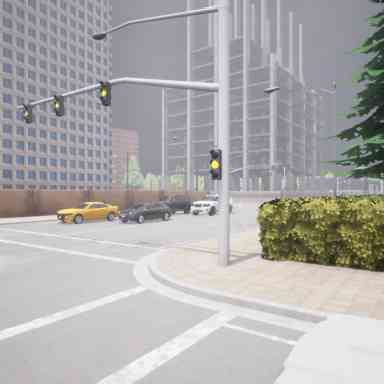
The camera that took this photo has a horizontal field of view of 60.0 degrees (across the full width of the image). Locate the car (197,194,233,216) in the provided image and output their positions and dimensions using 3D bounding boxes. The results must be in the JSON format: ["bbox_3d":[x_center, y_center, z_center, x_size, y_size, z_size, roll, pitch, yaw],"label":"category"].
[{"bbox_3d":[2.165,1.277,33.860,2.150,2.045,5.566,0,0,36],"label":"car"}]

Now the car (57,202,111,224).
[{"bbox_3d":[-7.950,1.533,25.723,1.882,1.535,5.008,0,0,35],"label":"car"}]

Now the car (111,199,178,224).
[{"bbox_3d":[-3.561,1.560,25.850,1.837,1.490,4.892,0,0,35],"label":"car"}]

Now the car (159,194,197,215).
[{"bbox_3d":[-2.180,1.277,33.812,2.150,2.045,5.566,0,0,35],"label":"car"}]

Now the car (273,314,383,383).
[{"bbox_3d":[2.861,1.601,1.926,4.718,1.301,1.895,0,0,36],"label":"car"}]
